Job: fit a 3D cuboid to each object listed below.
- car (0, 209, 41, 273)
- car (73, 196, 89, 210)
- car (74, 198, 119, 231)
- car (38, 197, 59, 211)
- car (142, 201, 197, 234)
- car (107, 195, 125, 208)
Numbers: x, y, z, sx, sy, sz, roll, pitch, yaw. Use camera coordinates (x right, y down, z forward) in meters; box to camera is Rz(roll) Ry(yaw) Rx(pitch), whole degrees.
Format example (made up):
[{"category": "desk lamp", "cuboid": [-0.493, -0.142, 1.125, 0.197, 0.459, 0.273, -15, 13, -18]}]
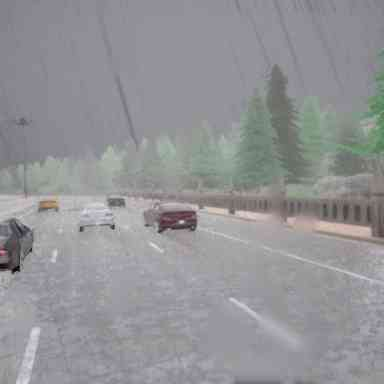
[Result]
[{"category": "car", "cuboid": [-6.041, 1.509, 10.132, 2.033, 1.411, 5.357, -2, 1, -20]}, {"category": "car", "cuboid": [-12.058, 1.195, 36.776, 1.812, 1.442, 4.674, -2, 1, -20]}, {"category": "car", "cuboid": [-5.613, 1.334, 19.155, 1.812, 1.442, 4.674, -2, 1, -20]}, {"category": "car", "cuboid": [-15.645, 1.232, 36.389, 1.882, 1.535, 5.008, -2, 1, -20]}, {"category": "car", "cuboid": [-1.334, 1.215, 17.633, 1.882, 1.535, 5.008, -2, 1, -20]}, {"category": "car", "cuboid": [-9.070, 1.049, 38.783, 1.882, 1.535, 5.008, -2, 1, -20]}]
